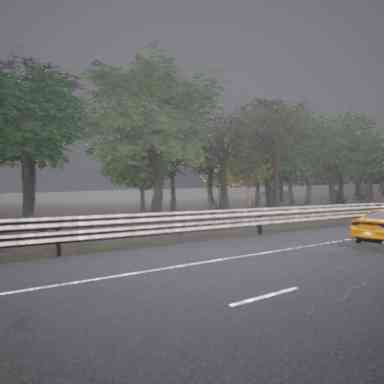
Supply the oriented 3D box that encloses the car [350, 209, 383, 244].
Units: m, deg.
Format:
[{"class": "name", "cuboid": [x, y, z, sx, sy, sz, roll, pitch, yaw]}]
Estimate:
[{"class": "car", "cuboid": [8.845, 1.454, 14.357, 5.008, 1.535, 1.882, 0, 0, -35]}]
